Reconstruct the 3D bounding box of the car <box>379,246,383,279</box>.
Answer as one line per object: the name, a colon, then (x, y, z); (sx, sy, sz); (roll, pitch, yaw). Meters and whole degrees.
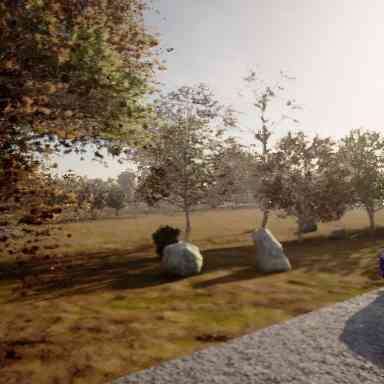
car: (6.754, 1.230, 7.924); (5.566, 2.045, 2.150); (0, 0, -35)
